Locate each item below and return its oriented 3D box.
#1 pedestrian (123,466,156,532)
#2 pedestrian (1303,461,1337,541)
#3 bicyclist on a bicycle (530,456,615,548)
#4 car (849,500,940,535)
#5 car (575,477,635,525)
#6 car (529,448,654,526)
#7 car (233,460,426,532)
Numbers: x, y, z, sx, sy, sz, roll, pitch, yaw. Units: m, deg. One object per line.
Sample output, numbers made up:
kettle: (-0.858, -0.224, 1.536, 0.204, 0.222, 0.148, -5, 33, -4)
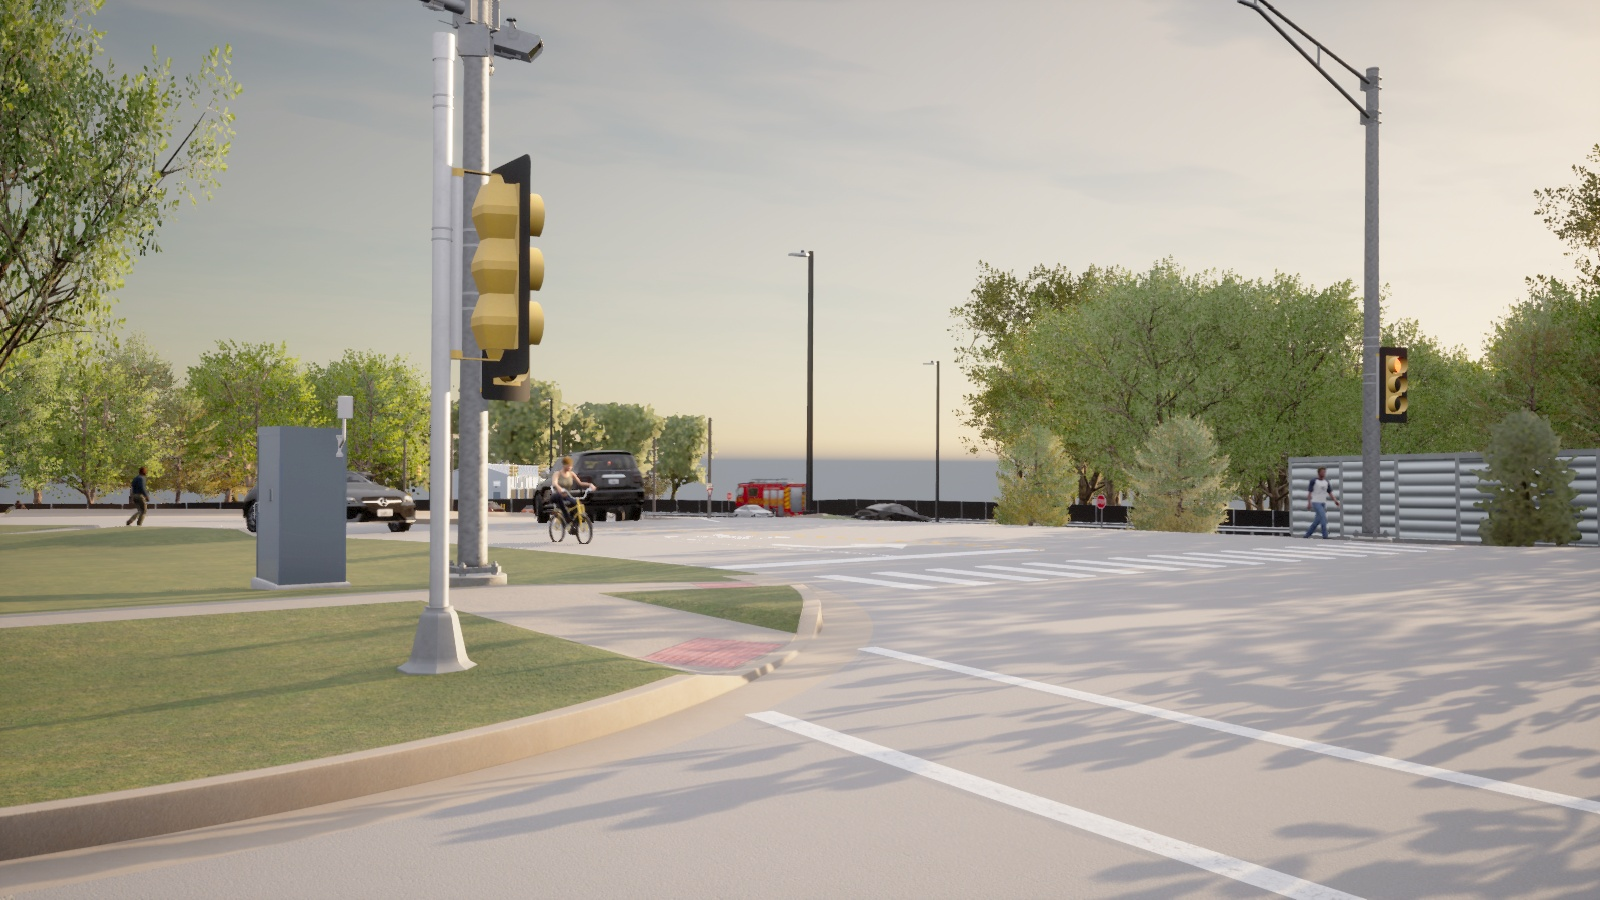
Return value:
pedestrian: (-18.657, 1.384, 35.468, 0.370, 1.835, 0.726, 0, 0, 35)
pedestrian: (12.168, 1.180, 29.401, 0.354, 1.836, 0.706, 0, 0, -23)
bicyclist on a bicycle: (-4.179, 0.941, 23.057, 0.866, 1.612, 1.509, 0, -1, -41)
car: (5.153, 3.671, 67.999, 5.008, 1.535, 1.882, 8, -6, -42)
car: (-8.026, 2.127, 51.961, 1.905, 1.878, 3.866, 0, -3, 0)
car: (-6.332, 1.166, 37.554, 2.150, 2.045, 5.566, -1, -3, -26)
car: (-11.727, 1.132, 31.155, 5.027, 1.651, 2.152, -2, -2, 38)
